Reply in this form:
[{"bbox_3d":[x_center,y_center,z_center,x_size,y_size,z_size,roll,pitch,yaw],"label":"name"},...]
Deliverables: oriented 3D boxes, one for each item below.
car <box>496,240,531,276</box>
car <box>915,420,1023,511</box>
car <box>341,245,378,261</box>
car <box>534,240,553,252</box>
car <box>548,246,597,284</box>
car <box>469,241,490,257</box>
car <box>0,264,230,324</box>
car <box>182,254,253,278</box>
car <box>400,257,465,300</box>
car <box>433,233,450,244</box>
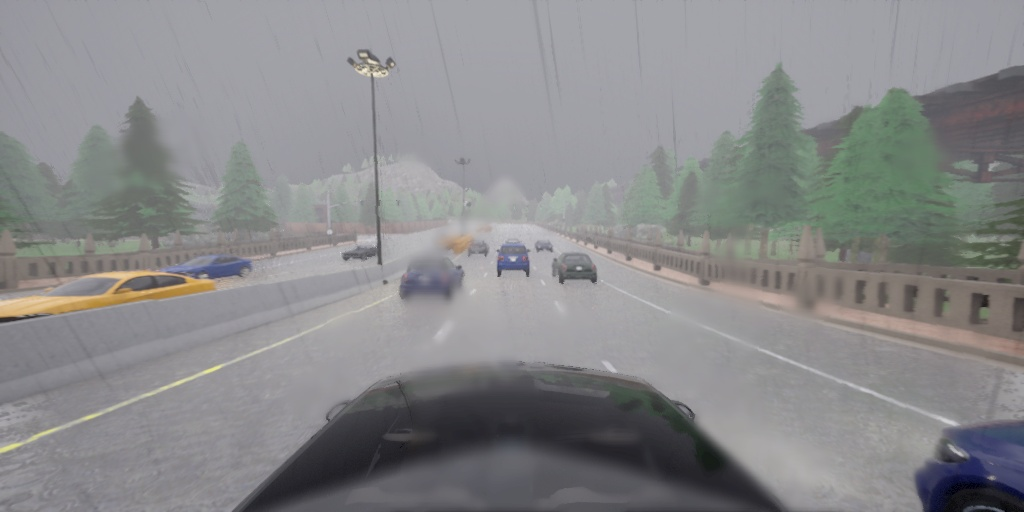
[{"bbox_3d":[0.094,0.150,24.705,2.150,2.045,5.566,0,4,0],"label":"car"},{"bbox_3d":[3.598,1.270,0.379,1.812,1.442,4.674,0,0,0],"label":"car"},{"bbox_3d":[-14.088,-0.323,33.600,1.895,1.301,4.718,0,6,0],"label":"car"},{"bbox_3d":[3.632,-1.228,41.741,1.895,1.301,4.718,0,6,0],"label":"car"},{"bbox_3d":[3.600,0.530,21.384,2.097,1.767,4.553,0,4,0],"label":"car"},{"bbox_3d":[-3.386,-0.852,37.362,2.128,1.511,4.902,0,6,0],"label":"car"},{"bbox_3d":[-10.600,1.176,9.628,1.882,1.535,5.008,0,1,0],"label":"car"},{"bbox_3d":[-17.600,0.691,20.912,1.882,1.535,5.008,0,4,0],"label":"car"},{"bbox_3d":[-3.403,0.827,16.177,2.097,1.767,4.553,0,3,0],"label":"car"},{"bbox_3d":[-10.408,-2.607,53.282,2.128,1.511,4.902,0,6,0],"label":"car"}]
